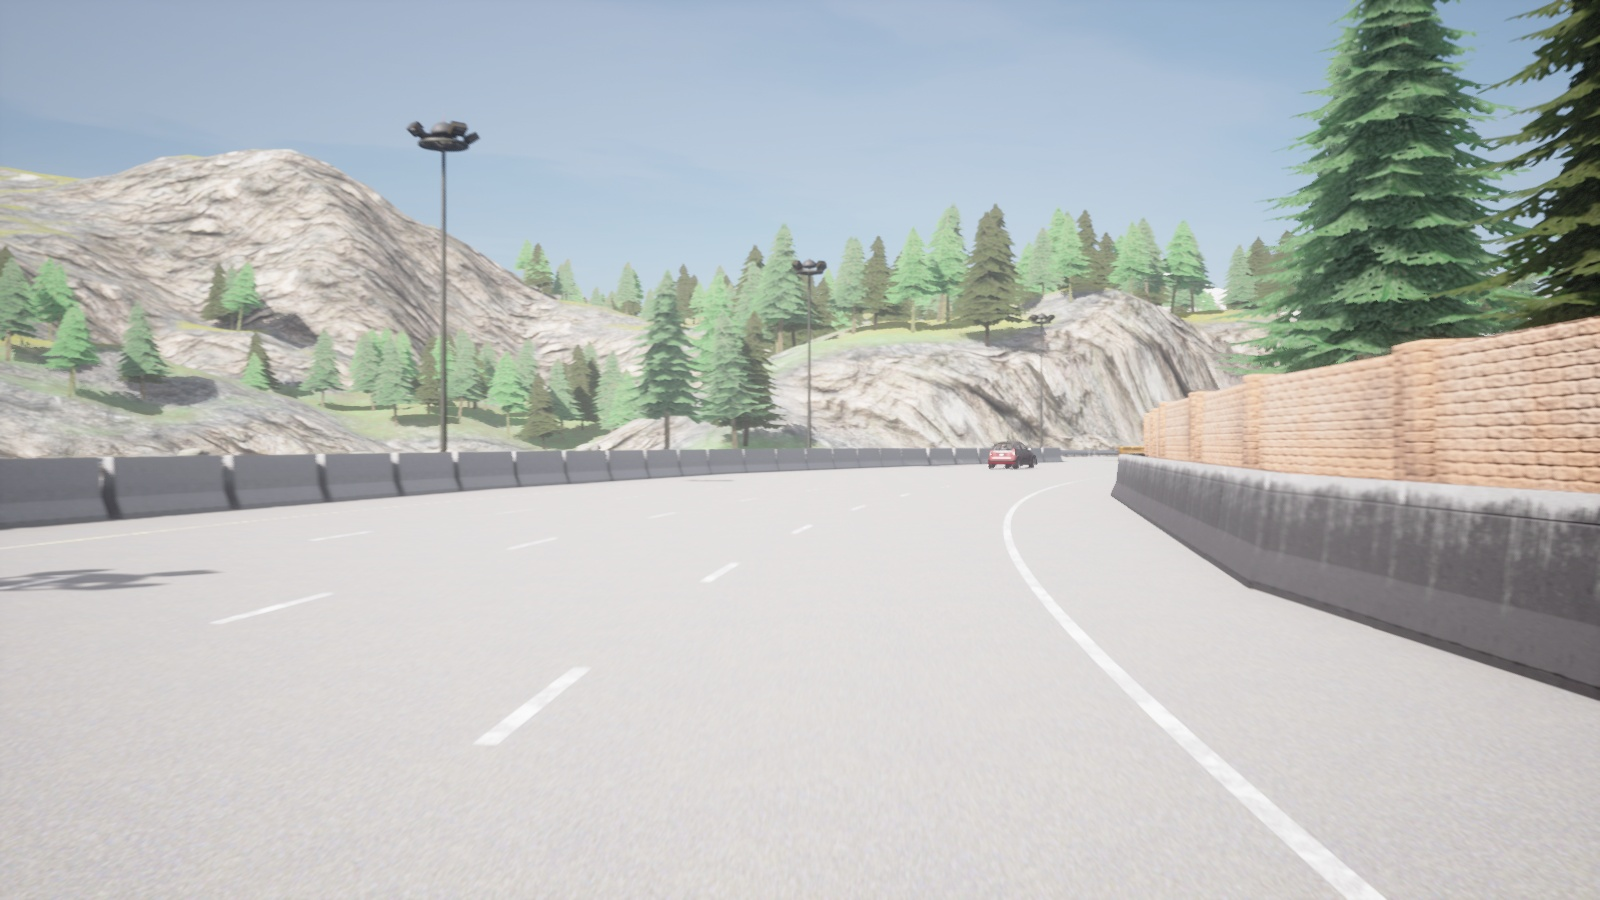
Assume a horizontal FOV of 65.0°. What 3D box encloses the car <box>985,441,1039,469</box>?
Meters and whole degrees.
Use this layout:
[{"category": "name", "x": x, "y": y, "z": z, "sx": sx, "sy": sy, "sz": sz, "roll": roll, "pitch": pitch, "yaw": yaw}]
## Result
[{"category": "car", "x": 12.395, "y": 0.279, "z": 73.236, "sx": 1.851, "sy": 1.617, "sz": 3.988, "roll": 0, "pitch": 0, "yaw": 29}]
